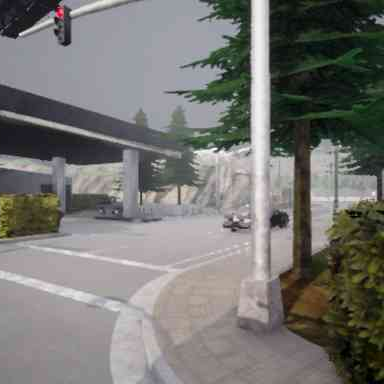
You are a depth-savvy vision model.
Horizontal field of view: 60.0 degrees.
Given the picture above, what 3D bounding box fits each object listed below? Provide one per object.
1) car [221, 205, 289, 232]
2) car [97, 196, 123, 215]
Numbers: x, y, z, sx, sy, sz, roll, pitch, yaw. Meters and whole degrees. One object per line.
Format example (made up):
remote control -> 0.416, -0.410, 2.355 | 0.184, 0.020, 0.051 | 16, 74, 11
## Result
car -> 3.613, 1.387, 18.280 | 2.033, 1.411, 5.357 | -1, 0, 35
car -> -7.750, 1.378, 33.245 | 3.866, 1.878, 1.905 | 0, 0, 35
